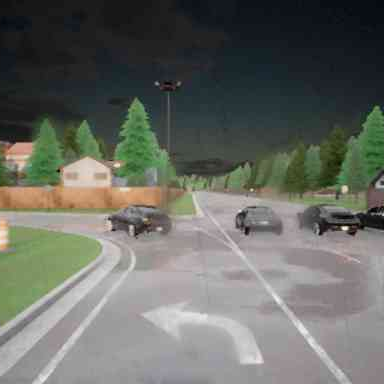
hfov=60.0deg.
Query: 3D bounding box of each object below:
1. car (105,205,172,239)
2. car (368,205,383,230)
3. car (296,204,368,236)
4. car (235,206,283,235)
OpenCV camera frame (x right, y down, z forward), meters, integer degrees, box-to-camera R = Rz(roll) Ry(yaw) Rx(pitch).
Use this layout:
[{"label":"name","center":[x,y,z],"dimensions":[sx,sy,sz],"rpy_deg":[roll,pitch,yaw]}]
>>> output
[{"label":"car","center":[-2.855,1.416,17.082],"dimensions":[1.837,1.490,4.892],"rpy_deg":[2,-1,-35]},{"label":"car","center":[10.559,1.411,17.770],"dimensions":[1.837,1.490,4.892],"rpy_deg":[0,0,0]},{"label":"car","center":[7.058,1.411,17.789],"dimensions":[1.837,1.490,4.892],"rpy_deg":[0,0,0]},{"label":"car","center":[3.555,1.468,18.262],"dimensions":[1.994,1.385,4.181],"rpy_deg":[0,0,0]}]
